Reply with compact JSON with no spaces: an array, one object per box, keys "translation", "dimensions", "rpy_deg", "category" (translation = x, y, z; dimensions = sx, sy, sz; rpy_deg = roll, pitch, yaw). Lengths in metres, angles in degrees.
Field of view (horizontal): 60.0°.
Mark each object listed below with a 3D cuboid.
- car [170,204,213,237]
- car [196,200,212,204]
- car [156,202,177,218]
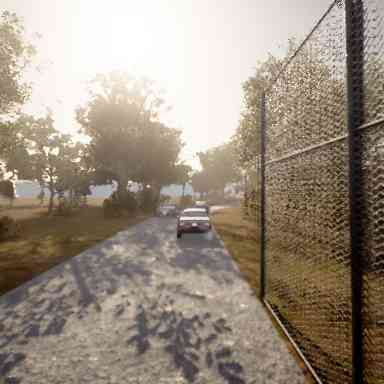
[{"translation":[0.149,1.618,18.341],"dimensions":[2.033,1.411,5.357],"rpy_deg":[0,-1,1],"category":"car"},{"translation":[1.142,1.852,40.011],"dimensions":[1.812,1.442,4.674],"rpy_deg":[0,-1,5],"category":"car"},{"translation":[-2.332,1.699,32.358],"dimensions":[2.128,1.511,4.902],"rpy_deg":[0,-1,3],"category":"car"}]
